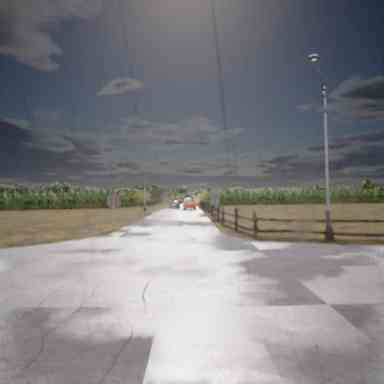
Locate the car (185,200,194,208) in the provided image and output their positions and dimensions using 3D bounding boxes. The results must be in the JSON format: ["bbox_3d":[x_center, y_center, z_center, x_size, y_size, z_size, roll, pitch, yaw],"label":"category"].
[{"bbox_3d":[-0.463,2.416,66.699,1.837,1.490,4.892,0,-1,0],"label":"car"}]

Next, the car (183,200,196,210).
[{"bbox_3d":[-0.393,2.093,56.666,2.097,1.767,4.553,0,-1,0],"label":"car"}]

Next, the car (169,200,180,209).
[{"bbox_3d":[-3.173,2.301,60.846,2.128,1.511,4.902,0,-1,0],"label":"car"}]
